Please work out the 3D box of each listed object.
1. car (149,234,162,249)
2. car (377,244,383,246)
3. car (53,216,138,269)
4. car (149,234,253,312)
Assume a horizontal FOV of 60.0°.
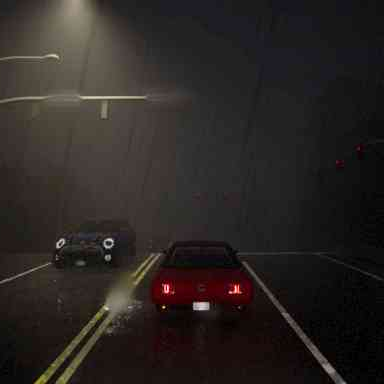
[{"bbox_3d":[-3.105,5.490,35.905,2.150,2.045,5.566,0,-10,3],"label":"car"},{"bbox_3d":[17.323,4.594,26.727,4.902,1.511,2.128,4,-10,1],"label":"car"},{"bbox_3d":[-3.453,1.750,12.673,2.097,1.767,4.553,0,-3,1],"label":"car"},{"bbox_3d":[0.199,1.830,8.190,1.895,1.301,4.718,0,-2,1],"label":"car"}]
